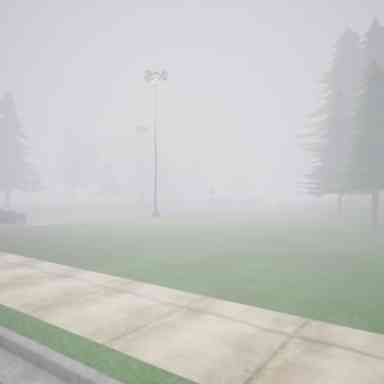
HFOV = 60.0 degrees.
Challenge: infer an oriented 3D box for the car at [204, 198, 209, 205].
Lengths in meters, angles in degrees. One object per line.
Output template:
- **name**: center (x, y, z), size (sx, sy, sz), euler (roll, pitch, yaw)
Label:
- **car**: center (4.118, 1.490, 55.662), size (2.033, 1.411, 5.357), euler (0, 0, 37)

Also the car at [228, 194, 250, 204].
- **car**: center (8.789, 1.293, 62.073), size (2.097, 1.767, 4.553), euler (0, 0, 36)

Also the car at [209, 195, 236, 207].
- **car**: center (5.366, 1.496, 51.440), size (2.033, 1.411, 5.357), euler (0, 0, 37)

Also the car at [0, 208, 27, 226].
- **car**: center (-12.943, 1.487, 20.981), size (1.812, 1.442, 4.674), euler (-1, -1, 38)

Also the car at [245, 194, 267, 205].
- **car**: center (11.610, 1.299, 60.000), size (2.097, 1.767, 4.553), euler (0, 0, 36)

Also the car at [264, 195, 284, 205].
- **car**: center (14.430, 1.305, 57.928), size (2.097, 1.767, 4.553), euler (0, 0, 36)

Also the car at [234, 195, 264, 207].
- **car**: center (8.607, 1.555, 49.914), size (1.895, 1.301, 4.718), euler (0, 0, 37)
